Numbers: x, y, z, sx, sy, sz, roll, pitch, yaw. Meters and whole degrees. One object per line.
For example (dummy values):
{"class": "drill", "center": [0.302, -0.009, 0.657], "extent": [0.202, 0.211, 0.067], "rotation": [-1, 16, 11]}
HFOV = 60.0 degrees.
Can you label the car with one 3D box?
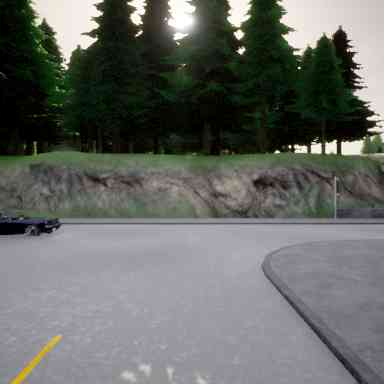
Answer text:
{"class": "car", "center": [-9.296, 1.600, 17.052], "extent": [4.718, 1.301, 1.895], "rotation": [0, 0, 0]}
